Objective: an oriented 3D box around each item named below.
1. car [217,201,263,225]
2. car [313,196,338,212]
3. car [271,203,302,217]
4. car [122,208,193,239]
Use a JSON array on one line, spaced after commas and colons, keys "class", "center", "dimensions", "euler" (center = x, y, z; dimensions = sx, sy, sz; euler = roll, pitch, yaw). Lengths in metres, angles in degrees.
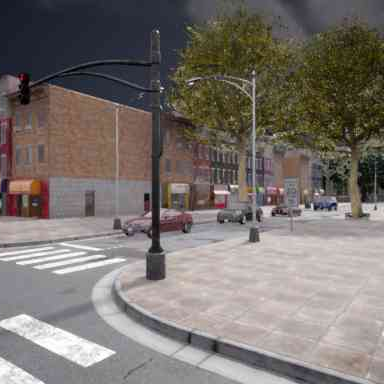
[{"class": "car", "center": [3.812, 1.511, 25.972], "dimensions": [2.097, 1.767, 4.553], "euler": [0, -1, 36]}, {"class": "car", "center": [18.640, 1.592, 46.280], "dimensions": [2.150, 2.045, 5.566], "euler": [0, -1, 36]}, {"class": "car", "center": [9.688, 1.803, 34.052], "dimensions": [1.994, 1.385, 4.181], "euler": [0, -1, 37]}, {"class": "car", "center": [-1.718, 1.617, 18.336], "dimensions": [1.812, 1.442, 4.674], "euler": [0, -1, 35]}]
